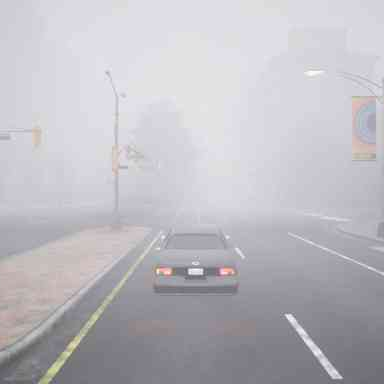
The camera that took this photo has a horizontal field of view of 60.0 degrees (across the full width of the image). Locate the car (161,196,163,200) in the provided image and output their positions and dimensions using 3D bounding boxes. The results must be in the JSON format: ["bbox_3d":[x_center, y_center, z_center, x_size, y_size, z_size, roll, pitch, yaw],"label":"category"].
[{"bbox_3d":[-7.882,1.500,77.791,1.837,1.490,4.892,0,0,0],"label":"car"}]

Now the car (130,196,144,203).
[{"bbox_3d":[-11.395,1.525,69.551,2.128,1.511,4.902,0,0,0],"label":"car"}]

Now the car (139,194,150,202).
[{"bbox_3d":[-11.379,1.355,79.562,2.097,1.767,4.553,0,0,0],"label":"car"}]

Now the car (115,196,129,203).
[{"bbox_3d":[-14.644,1.594,69.433,1.895,1.301,4.718,0,0,0],"label":"car"}]

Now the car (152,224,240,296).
[{"bbox_3d":[0.087,1.547,8.782,2.033,1.411,5.357,0,0,0],"label":"car"}]

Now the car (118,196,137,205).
[{"bbox_3d":[-11.478,1.491,59.629,2.128,1.511,4.902,0,0,0],"label":"car"}]

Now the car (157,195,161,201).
[{"bbox_3d":[-7.916,1.525,67.462,1.812,1.442,4.674,0,0,1],"label":"car"}]

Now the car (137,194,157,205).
[{"bbox_3d":[-7.983,1.564,58.944,1.994,1.385,4.181,0,0,1],"label":"car"}]
